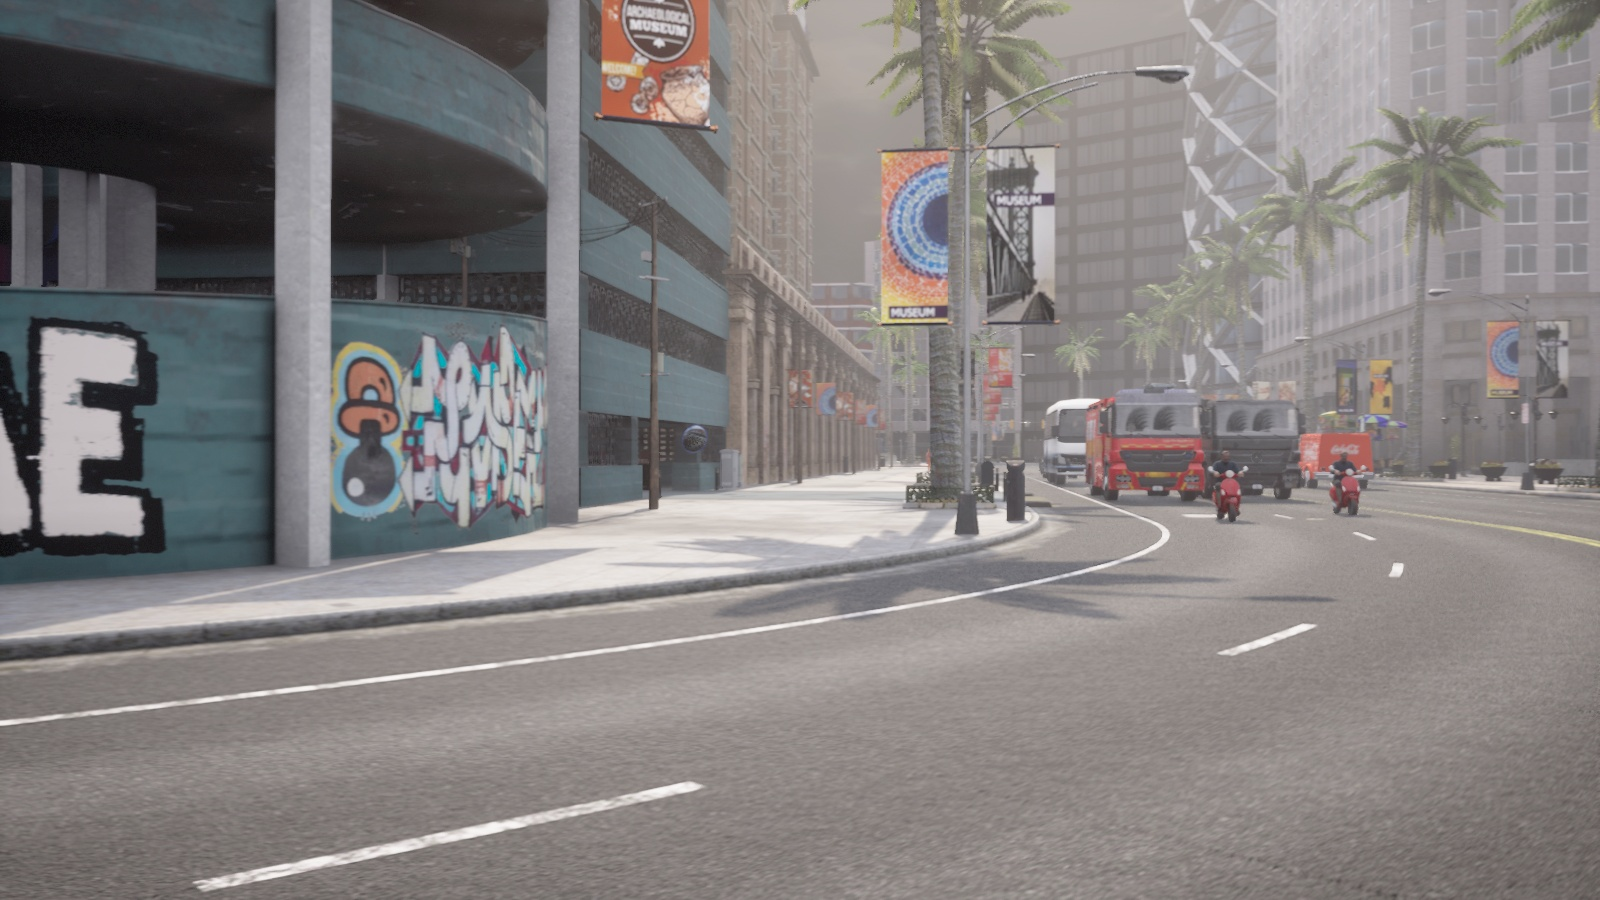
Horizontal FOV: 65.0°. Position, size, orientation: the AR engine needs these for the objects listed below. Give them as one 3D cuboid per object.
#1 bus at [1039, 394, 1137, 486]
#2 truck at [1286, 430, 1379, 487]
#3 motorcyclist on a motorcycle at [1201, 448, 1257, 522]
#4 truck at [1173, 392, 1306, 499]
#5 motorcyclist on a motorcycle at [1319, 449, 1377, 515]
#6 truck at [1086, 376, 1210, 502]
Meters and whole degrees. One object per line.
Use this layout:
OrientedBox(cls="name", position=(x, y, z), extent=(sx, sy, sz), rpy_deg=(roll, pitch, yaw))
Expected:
OrientedBox(cls="bus", position=(14.401, -0.455, 63.697), extent=(3.944, 4.253, 10.273), rpy_deg=(0, 0, 8))
OrientedBox(cls="truck", position=(24.114, 0.385, 57.119), extent=(2.627, 2.467, 5.204), rpy_deg=(0, 0, 8))
OrientedBox(cls="motorcyclist on a motorcycle", position=(9.568, 0.767, 28.092), extent=(0.866, 1.590, 1.817), rpy_deg=(0, 0, 9))
OrientedBox(cls="truck", position=(15.340, -0.128, 44.421), extent=(2.891, 3.462, 7.936), rpy_deg=(0, 0, 8))
OrientedBox(cls="motorcyclist on a motorcycle", position=(13.543, 0.767, 31.092), extent=(0.866, 1.590, 1.817), rpy_deg=(0, 0, 8))
OrientedBox(cls="truck", position=(11.539, -0.307, 42.422), extent=(2.891, 3.827, 8.468), rpy_deg=(0, 0, 8))
